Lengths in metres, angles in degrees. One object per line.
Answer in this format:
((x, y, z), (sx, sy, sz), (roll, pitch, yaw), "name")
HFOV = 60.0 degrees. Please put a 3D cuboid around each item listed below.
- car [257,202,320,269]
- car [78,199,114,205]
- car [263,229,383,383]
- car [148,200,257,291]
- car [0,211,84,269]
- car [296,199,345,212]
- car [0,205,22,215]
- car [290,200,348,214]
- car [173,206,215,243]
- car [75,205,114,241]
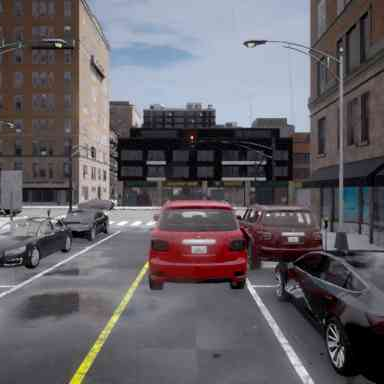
((2.637, 1.315, 11.035), (2.192, 1.841, 5.009), (0, 0, 0), "car")
((-11.222, 1.517, 38.922), (4.181, 1.385, 1.994), (0, 0, 0), "car")
((2.636, 1.566, 5.373), (1.947, 1.339, 4.313), (0, 0, 0), "car")
((0.080, 1.221, 9.193), (2.150, 2.045, 5.566), (0, 0, -1), "car")
((-5.388, 1.551, 11.036), (2.008, 1.369, 4.403), (0, 0, 0), "car")
((15.043, 1.562, 39.036), (5.008, 1.535, 1.882), (0, 0, 0), "car")
((-17.512, 1.524, 28.939), (4.718, 1.301, 1.895), (0, 0, 0), "car")
((13.579, 1.624, 35.778), (5.357, 1.411, 2.033), (0, 0, 0), "car")
((0.092, 1.526, 16.952), (1.812, 1.442, 4.674), (0, 0, 0), "car")
((-5.387, 1.566, 16.698), (1.947, 1.339, 4.313), (0, 0, 0), "car")
